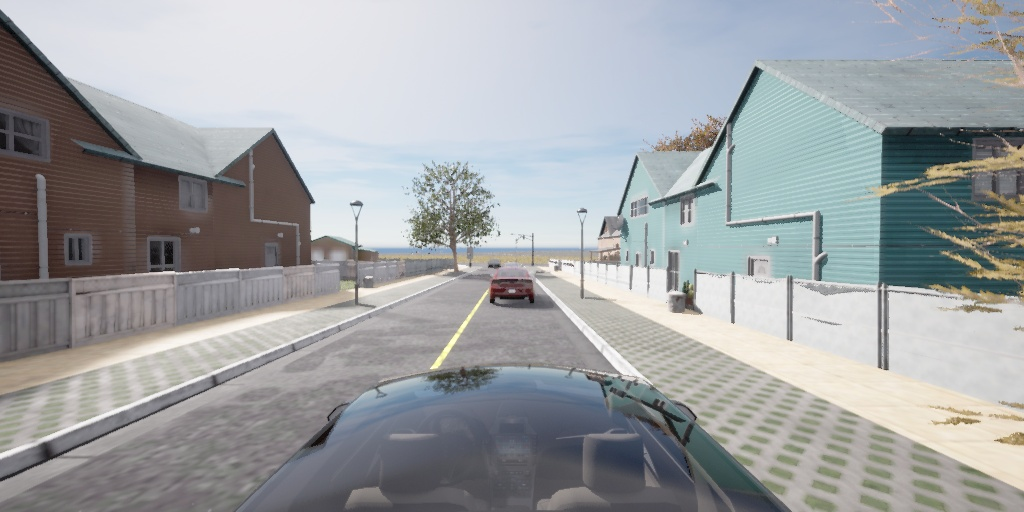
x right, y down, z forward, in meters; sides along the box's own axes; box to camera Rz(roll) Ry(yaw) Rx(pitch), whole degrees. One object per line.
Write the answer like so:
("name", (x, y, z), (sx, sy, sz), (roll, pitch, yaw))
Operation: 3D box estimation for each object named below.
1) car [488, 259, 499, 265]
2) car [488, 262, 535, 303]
("car", (-2.750, 1.218, 56.514), (1.882, 1.535, 5.008), (0, 0, 0))
("car", (0.000, 1.226, 16.504), (1.882, 1.535, 5.008), (0, 0, 0))
